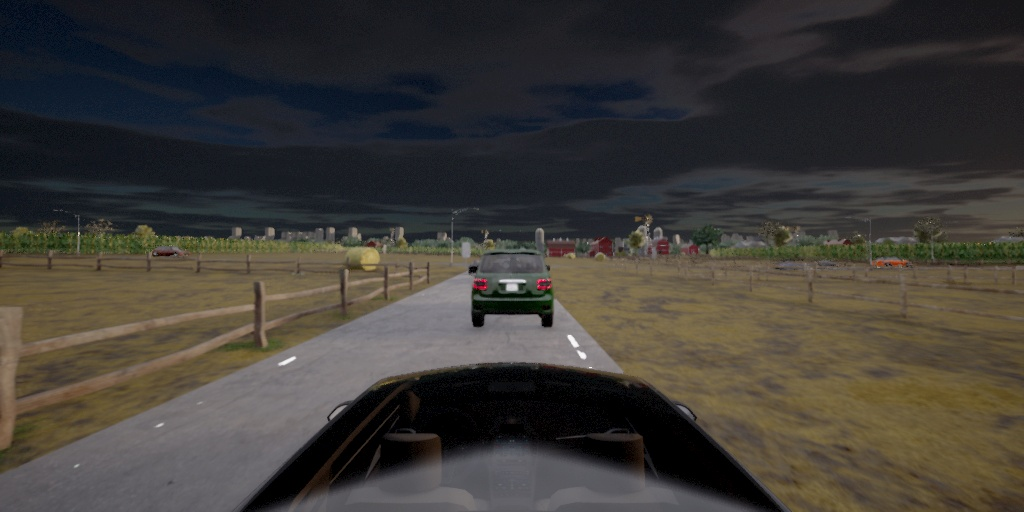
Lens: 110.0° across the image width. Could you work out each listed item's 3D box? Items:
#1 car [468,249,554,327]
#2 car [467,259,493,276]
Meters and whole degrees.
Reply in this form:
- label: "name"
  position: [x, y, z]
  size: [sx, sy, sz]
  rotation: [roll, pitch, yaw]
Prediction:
- label: "car"
  position: [0.043, 0.848, 11.164]
  size: [2.150, 2.045, 5.566]
  rotation: [0, 0, 1]
- label: "car"
  position: [-2.815, 0.989, 32.456]
  size: [1.895, 1.301, 4.718]
  rotation: [0, 1, 0]
